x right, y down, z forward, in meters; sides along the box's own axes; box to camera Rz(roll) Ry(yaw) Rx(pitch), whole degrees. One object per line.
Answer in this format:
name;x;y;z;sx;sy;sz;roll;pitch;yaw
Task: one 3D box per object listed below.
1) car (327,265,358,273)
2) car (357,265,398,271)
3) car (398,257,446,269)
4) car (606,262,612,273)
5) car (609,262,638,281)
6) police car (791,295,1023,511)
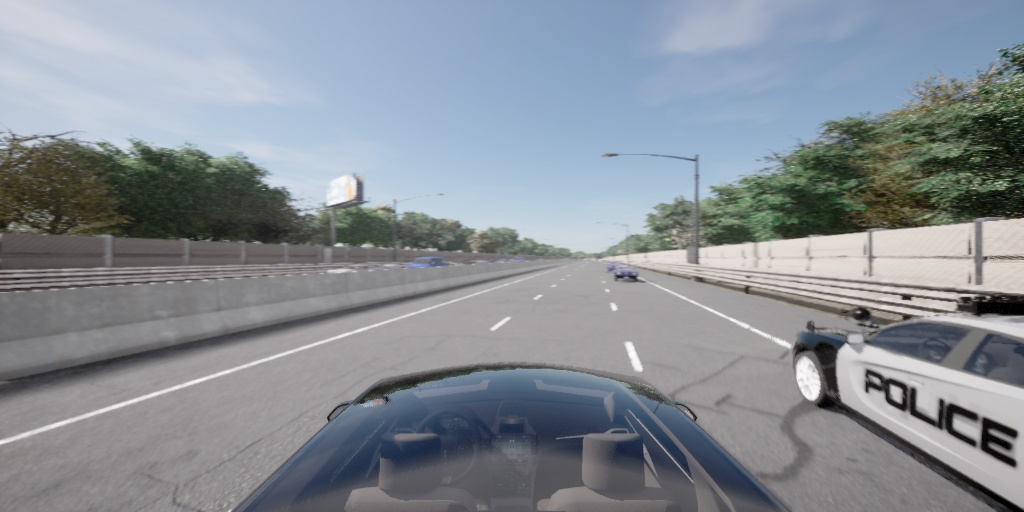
car;-14.996;1.491;33.525;1.895;1.301;4.718;0;0;13
car;-11.582;1.485;32.755;1.895;1.301;4.718;0;0;13
car;-7.895;1.107;33.166;2.150;2.045;5.566;0;0;13
car;13.128;1.468;46.036;1.812;1.442;4.674;0;0;13
car;9.730;1.462;31.073;1.895;1.301;4.718;0;0;13
police car;4.563;1.176;3.201;1.930;1.638;5.238;0;0;13
